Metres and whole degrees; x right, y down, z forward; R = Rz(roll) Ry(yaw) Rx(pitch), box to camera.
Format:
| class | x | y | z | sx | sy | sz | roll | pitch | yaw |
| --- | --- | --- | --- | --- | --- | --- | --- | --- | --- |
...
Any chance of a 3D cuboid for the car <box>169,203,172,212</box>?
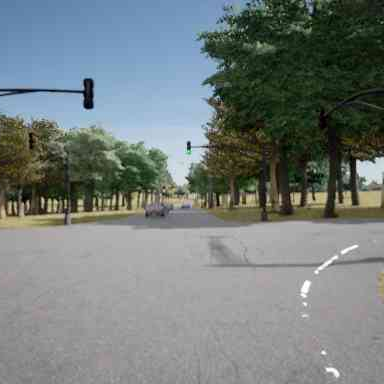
| class | x | y | z | sx | sy | sz | roll | pitch | yaw |
| --- | --- | --- | --- | --- | --- | --- | --- | --- | --- |
| car | -4.356 | 2.453 | 48.061 | 1.895 | 1.301 | 4.718 | 0 | -1 | -1 |

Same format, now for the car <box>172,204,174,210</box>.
| class | x | y | z | sx | sy | sz | roll | pitch | yaw |
| --- | --- | --- | --- | --- | --- | --- | --- | --- | --- |
| car | -4.577 | 2.645 | 57.865 | 2.033 | 1.411 | 5.357 | 0 | -2 | -1 |

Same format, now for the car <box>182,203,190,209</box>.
| class | x | y | z | sx | sy | sz | roll | pitch | yaw |
| --- | --- | --- | --- | --- | --- | --- | --- | --- | --- |
| car | -1.506 | 3.415 | 80.267 | 1.994 | 1.385 | 4.181 | 0 | -2 | -1 |

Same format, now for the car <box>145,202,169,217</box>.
| class | x | y | z | sx | sy | sz | roll | pitch | yaw |
| --- | --- | --- | --- | --- | --- | --- | --- | --- | --- |
| car | -4.187 | 1.990 | 39.062 | 2.097 | 1.767 | 4.553 | 0 | -1 | 0 |

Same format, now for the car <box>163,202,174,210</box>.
| class | x | y | z | sx | sy | sz | roll | pitch | yaw |
| --- | --- | --- | --- | --- | --- | --- | --- | --- | --- |
| car | -4.734 | 2.893 | 67.874 | 2.128 | 1.511 | 4.902 | 0 | -2 | -1 |
